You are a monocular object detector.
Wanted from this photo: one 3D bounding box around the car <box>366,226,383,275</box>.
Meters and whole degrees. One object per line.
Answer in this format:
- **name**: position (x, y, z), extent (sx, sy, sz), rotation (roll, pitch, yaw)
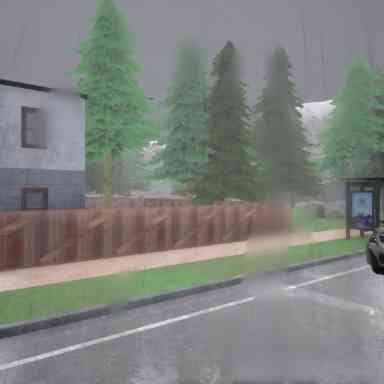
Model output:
- **car**: position (7.132, 1.222, 9.364), extent (5.566, 2.045, 2.150), rotation (0, 0, -37)
